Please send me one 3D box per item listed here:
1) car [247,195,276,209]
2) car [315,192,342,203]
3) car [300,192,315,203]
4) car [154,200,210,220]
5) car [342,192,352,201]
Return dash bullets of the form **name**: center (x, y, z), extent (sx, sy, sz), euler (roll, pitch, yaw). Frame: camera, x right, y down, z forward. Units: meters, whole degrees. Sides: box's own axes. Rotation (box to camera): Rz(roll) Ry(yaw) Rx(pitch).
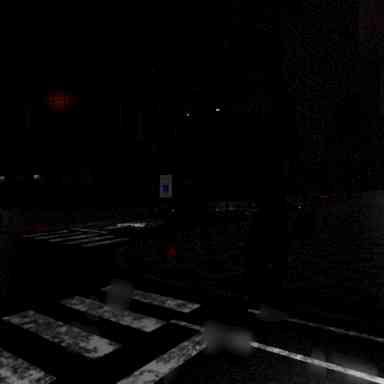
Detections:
- **car**: center (7.661, 1.031, 36.310), extent (1.812, 1.442, 4.674), euler (0, 1, 36)
- **car**: center (19.549, 0.811, 47.447), extent (1.837, 1.490, 4.892), euler (0, 1, 36)
- **car**: center (17.831, 0.760, 50.373), extent (1.882, 1.535, 5.008), euler (0, 1, 36)
- **car**: center (-0.642, 1.296, 24.696), extent (1.895, 1.301, 4.718), euler (0, 1, 36)
- **car**: center (25.433, 0.650, 55.674), extent (1.882, 1.535, 5.008), euler (0, 1, 36)
